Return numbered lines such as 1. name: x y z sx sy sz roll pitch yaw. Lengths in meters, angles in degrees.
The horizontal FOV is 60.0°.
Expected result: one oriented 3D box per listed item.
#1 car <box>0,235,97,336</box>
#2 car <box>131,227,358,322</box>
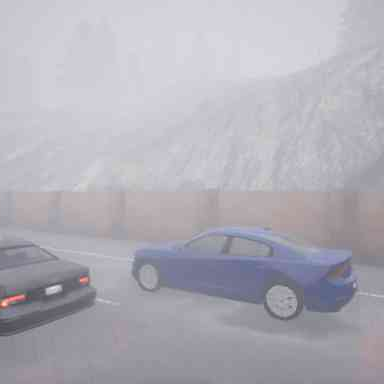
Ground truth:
1. car: -4.265 1.582 6.547 5.357 1.411 2.033 0 0 33
2. car: 0.875 1.513 7.383 5.008 1.535 1.882 0 0 33
